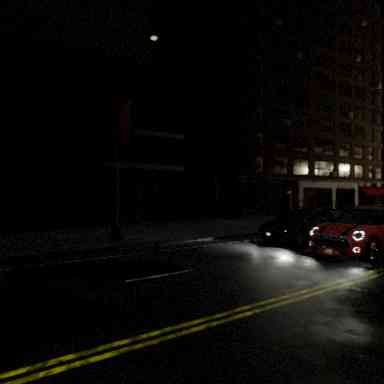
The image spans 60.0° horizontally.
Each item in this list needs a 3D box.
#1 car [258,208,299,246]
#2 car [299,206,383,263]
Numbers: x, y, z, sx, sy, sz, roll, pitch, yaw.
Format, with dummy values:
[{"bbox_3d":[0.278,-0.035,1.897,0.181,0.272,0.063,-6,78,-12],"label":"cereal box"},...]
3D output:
[{"bbox_3d":[5.174,1.508,15.356,4.892,1.490,1.837,0,0,-35],"label":"car"},{"bbox_3d":[6.298,1.356,12.167,4.553,1.767,2.097,0,0,-36],"label":"car"}]
